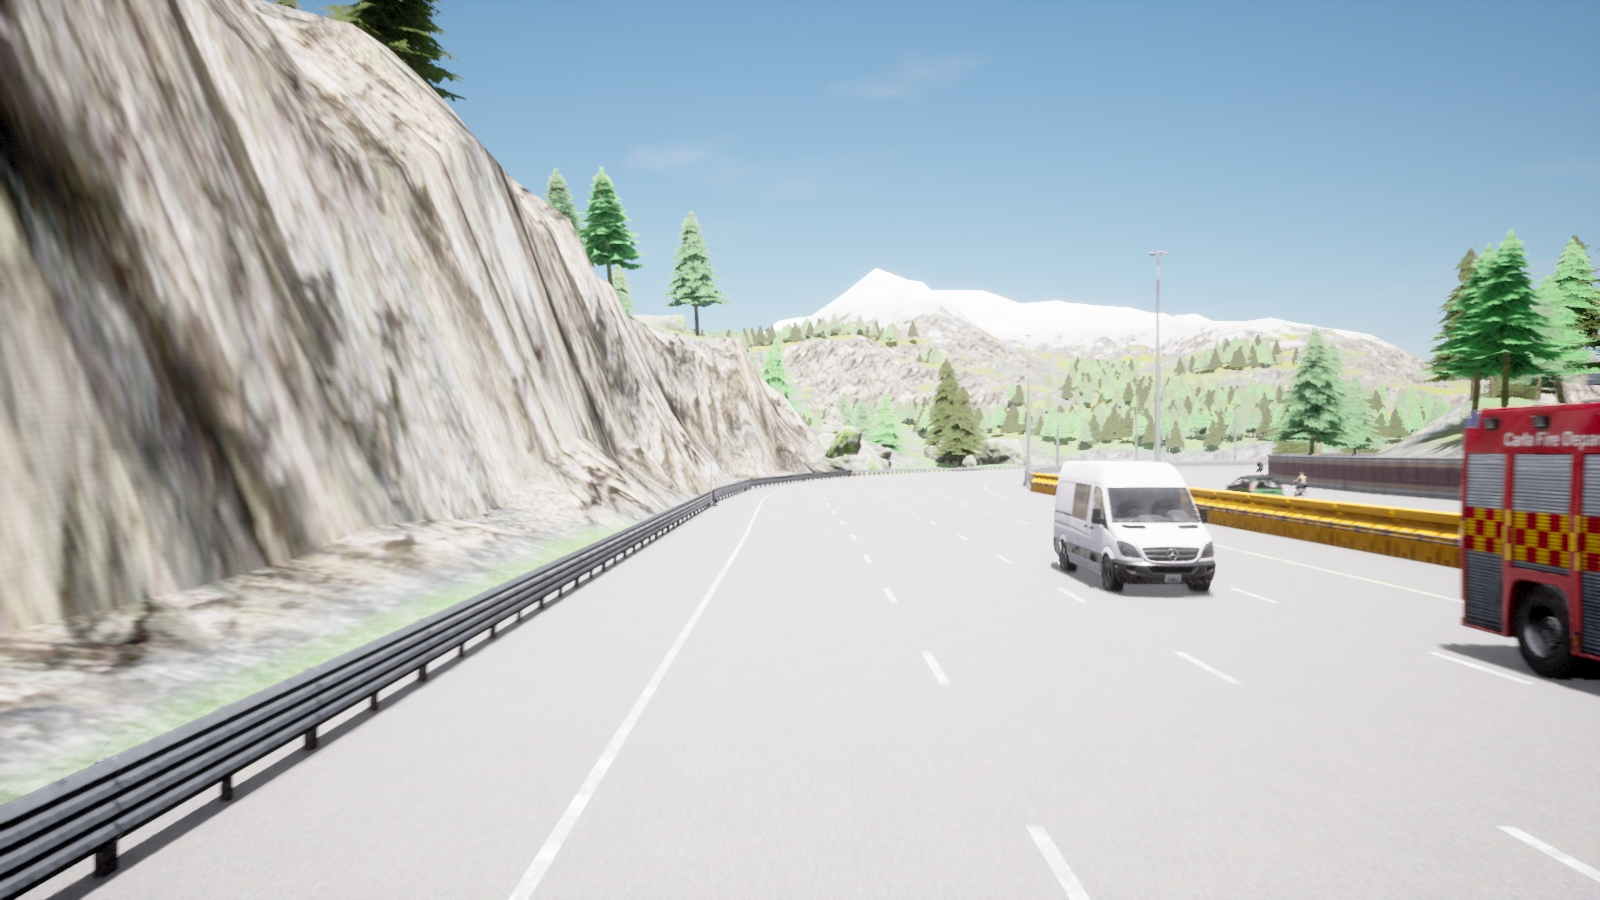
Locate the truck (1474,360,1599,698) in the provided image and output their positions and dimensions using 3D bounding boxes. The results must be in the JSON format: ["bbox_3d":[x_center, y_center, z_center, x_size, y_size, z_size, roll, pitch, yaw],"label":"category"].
[{"bbox_3d":[10.502,0.890,11.119,2.891,3.827,8.468,0,0,0],"label":"truck"}]

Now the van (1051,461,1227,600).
[{"bbox_3d":[6.992,1.534,24.327,1.988,2.561,5.915,0,0,0],"label":"van"}]

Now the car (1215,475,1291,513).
[{"bbox_3d":[20.772,1.998,52.539,1.851,1.617,3.988,0,0,-1],"label":"car"}]
